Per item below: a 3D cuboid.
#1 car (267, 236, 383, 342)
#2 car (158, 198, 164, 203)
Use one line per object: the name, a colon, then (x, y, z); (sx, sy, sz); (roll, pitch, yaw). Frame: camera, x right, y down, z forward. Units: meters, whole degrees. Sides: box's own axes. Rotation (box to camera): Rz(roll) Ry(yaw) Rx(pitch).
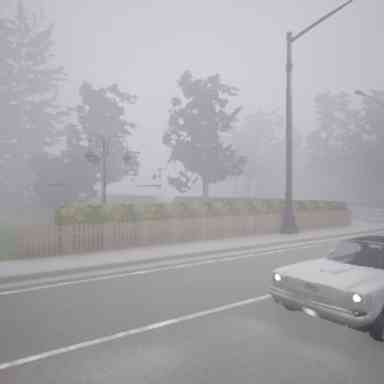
car: (3.694, 1.614, 6.596); (4.718, 1.301, 1.895); (0, 0, -35)
car: (-6.980, 1.671, 61.753); (1.895, 1.301, 4.718); (0, 0, -36)
